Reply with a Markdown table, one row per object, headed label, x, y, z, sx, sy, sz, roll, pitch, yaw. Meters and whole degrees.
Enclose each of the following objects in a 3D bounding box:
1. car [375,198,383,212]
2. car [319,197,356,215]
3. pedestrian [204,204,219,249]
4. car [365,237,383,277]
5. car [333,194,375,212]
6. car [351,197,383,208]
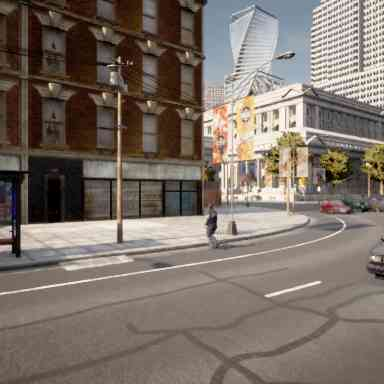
| label | x | y | z | sx | sy | sz | roll | pitch | yaw |
| --- | --- | --- | --- | --- | --- | --- | --- | --- | --- |
| car | 21.590 | 1.547 | 38.559 | 2.033 | 1.411 | 5.357 | 0 | 0 | -3 |
| car | 14.486 | 1.525 | 33.910 | 1.812 | 1.442 | 4.674 | 0 | 0 | 1 |
| pedestrian | 0.769 | 1.294 | 13.039 | 0.375 | 1.860 | 0.375 | 0 | 0 | -38 |
| car | 6.811 | 1.547 | 9.453 | 5.357 | 1.411 | 2.033 | 0 | 0 | -43 |
| car | 17.980 | 1.221 | 38.092 | 2.150 | 2.045 | 5.566 | 0 | 0 | -4 |
| car | 26.406 | 1.520 | 50.033 | 2.002 | 1.452 | 4.674 | 0 | 0 | -16 |
